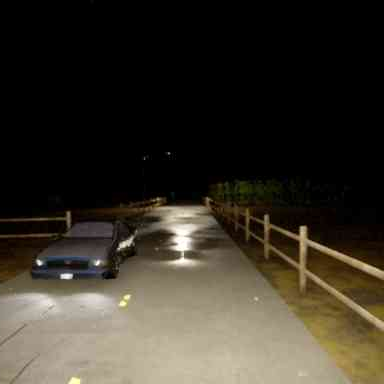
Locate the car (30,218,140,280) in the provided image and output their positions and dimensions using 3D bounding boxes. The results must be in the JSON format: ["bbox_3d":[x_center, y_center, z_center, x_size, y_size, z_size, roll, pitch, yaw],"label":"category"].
[{"bbox_3d":[-2.830,1.524,10.186,2.033,1.411,5.357,0,0,0],"label":"car"}]
